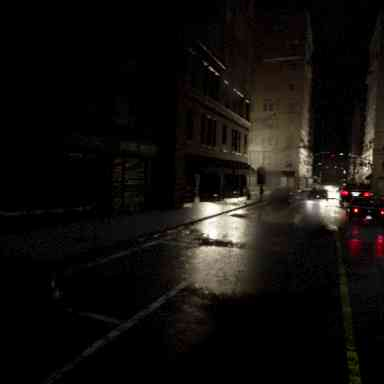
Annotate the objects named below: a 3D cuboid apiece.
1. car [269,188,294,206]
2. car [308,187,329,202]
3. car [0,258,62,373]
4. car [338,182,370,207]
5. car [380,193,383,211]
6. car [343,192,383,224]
[{"bbox_3d":[7.744,0.320,28.588,1.887,1.381,4.507,3,3,23],"label":"car"},{"bbox_3d":[13.469,0.196,35.351,1.994,1.385,4.181,3,3,23],"label":"car"},{"bbox_3d":[-3.025,1.301,2.838,1.802,1.307,4.206,3,3,23],"label":"car"},{"bbox_3d":[13.822,0.228,28.386,2.150,2.045,5.566,3,3,23],"label":"car"},{"bbox_3d":[15.622,0.814,25.313,1.802,1.307,4.206,3,3,23],"label":"car"},{"bbox_3d":[10.000,0.948,19.174,1.895,1.301,4.718,3,3,23],"label":"car"}]
